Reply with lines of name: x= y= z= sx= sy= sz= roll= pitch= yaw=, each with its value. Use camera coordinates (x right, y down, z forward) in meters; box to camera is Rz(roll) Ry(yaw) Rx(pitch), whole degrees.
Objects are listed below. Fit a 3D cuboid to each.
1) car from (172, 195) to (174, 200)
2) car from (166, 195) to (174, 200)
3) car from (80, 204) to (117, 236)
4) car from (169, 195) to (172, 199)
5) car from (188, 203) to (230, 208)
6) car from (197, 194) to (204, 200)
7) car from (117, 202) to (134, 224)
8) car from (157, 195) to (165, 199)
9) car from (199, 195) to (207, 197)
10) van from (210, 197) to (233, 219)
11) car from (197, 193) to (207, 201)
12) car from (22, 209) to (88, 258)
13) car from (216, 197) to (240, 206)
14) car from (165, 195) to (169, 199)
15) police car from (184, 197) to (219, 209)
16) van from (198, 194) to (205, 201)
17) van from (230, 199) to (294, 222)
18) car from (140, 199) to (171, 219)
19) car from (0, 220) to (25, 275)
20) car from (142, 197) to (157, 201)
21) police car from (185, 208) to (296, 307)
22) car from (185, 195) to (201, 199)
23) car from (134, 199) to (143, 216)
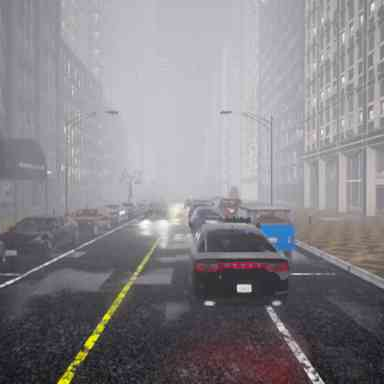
car: x=-5.953 y=1.507 z=80.764 sx=1.752 sy=1.417 sz=4.829 roll=-1 pitch=0 yaw=0
car: x=-5.990 y=1.544 z=92.301 sx=1.947 sy=1.339 sz=4.313 roll=-1 pitch=0 yaw=0
car: x=-5.755 y=1.541 z=18.414 sx=1.887 sy=1.381 sz=4.507 roll=-1 pitch=0 yaw=0
car: x=-5.918 y=1.425 z=69.566 sx=1.967 sy=1.590 sz=4.097 roll=-1 pitch=0 yaw=0
car: x=0.843 y=1.523 z=18.098 sx=1.812 sy=1.442 sz=4.674 roll=0 pitch=0 yaw=0
car: x=2.390 y=1.418 z=92.328 sx=1.967 sy=1.590 sz=4.097 roll=-1 pitch=0 yaw=0
car: x=-5.774 y=1.546 z=24.097 sx=2.008 sy=1.369 sz=4.403 roll=-1 pitch=0 yaw=0
car: x=-5.863 y=1.540 z=52.515 sx=2.008 sy=1.369 sz=4.403 roll=-1 pitch=0 yaw=0
car: x=2.517 y=1.540 z=52.542 sx=2.008 sy=1.369 sz=4.403 roll=-1 pitch=0 yaw=0
van: x=2.587 y=1.336 z=29.808 sx=1.690 sy=1.788 sz=3.998 roll=-1 pitch=0 yaw=0
car: x=2.425 y=1.297 z=80.961 sx=2.192 sy=1.841 sz=5.009 roll=-1 pitch=0 yaw=0
car: x=-5.737 y=1.563 z=12.730 sx=1.947 sy=1.339 sz=4.313 roll=-1 pitch=0 yaw=0
car: x=2.605 y=1.311 z=24.124 sx=2.192 sy=1.841 sz=5.009 roll=-1 pitch=0 yaw=0
car: x=-5.899 y=1.568 z=63.882 sx=1.802 sy=1.307 sz=4.206 roll=-1 pitch=0 yaw=0
police car: x=0.691 y=1.420 z=24.231 sx=1.930 sy=1.638 sz=5.238 roll=0 pitch=0 yaw=1
van: x=2.407 y=1.321 z=86.644 sx=1.690 sy=1.788 sz=3.998 roll=-1 pitch=0 yaw=0
van: x=2.641 y=1.339 z=12.757 sx=1.690 sy=1.788 sz=3.998 roll=-1 pitch=0 yaw=0
car: x=-3.091 y=1.595 z=29.652 sx=1.895 sy=1.301 sz=4.718 roll=0 pitch=0 yaw=0
car: x=-5.720 y=1.549 z=7.047 sx=2.008 sy=1.369 sz=4.403 roll=-1 pitch=0 yaw=0
car: x=-5.828 y=1.543 z=41.148 sx=2.008 sy=1.369 sz=4.403 roll=-1 pitch=0 yaw=0
police car: x=0.874 y=1.424 z=8.207 sx=1.930 sy=1.638 sz=5.238 roll=0 pitch=0 yaw=0
car: x=-0.131 y=1.539 z=45.221 sx=2.033 sy=1.411 sz=5.357 roll=0 pitch=0 yaw=0
car: x=-5.791 y=1.576 z=29.781 sx=1.802 sy=1.307 sz=4.206 roll=-1 pitch=0 yaw=0
